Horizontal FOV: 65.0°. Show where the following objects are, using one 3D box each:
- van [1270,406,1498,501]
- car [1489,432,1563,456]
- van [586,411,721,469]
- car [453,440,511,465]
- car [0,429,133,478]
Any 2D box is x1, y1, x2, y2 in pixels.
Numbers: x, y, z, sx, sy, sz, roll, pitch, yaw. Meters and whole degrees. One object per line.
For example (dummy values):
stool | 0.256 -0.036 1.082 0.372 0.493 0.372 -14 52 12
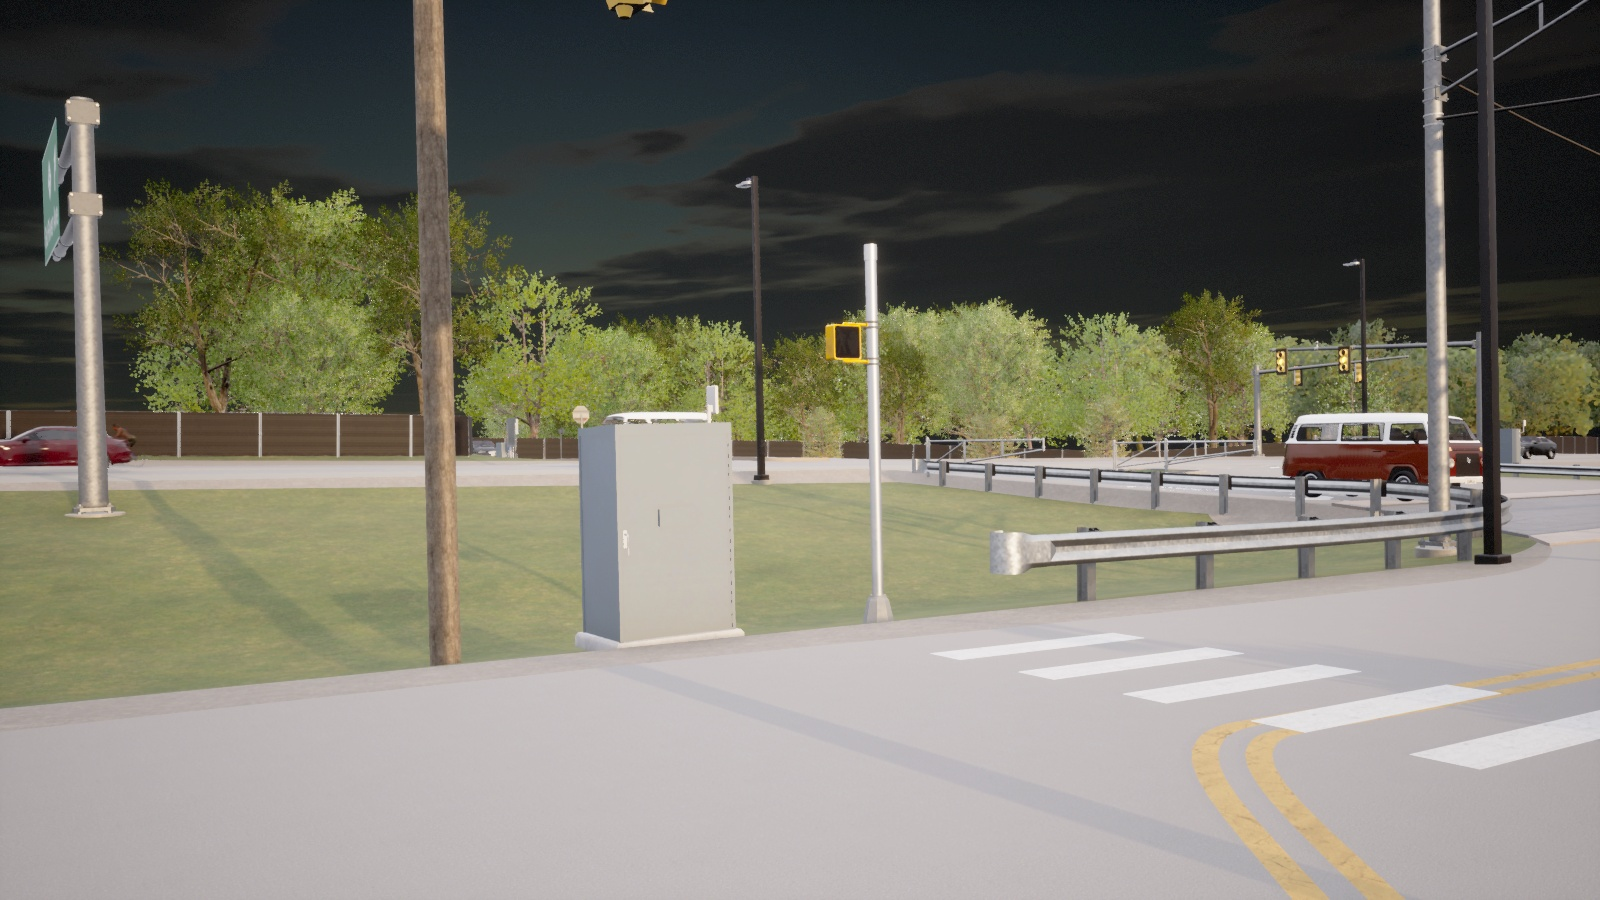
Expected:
van | 13.654 0.076 29.631 2.069 2.038 4.480 0 0 -30
car | 46.378 -0.375 80.212 4.902 1.511 2.128 0 0 -33
van | -5.356 -0.358 46.063 4.480 2.038 2.069 0 0 -37
car | -20.556 0.167 81.081 2.128 1.511 4.902 -2 0 -33
car | -23.154 0.098 38.451 4.674 1.442 1.812 -1 0 -33
